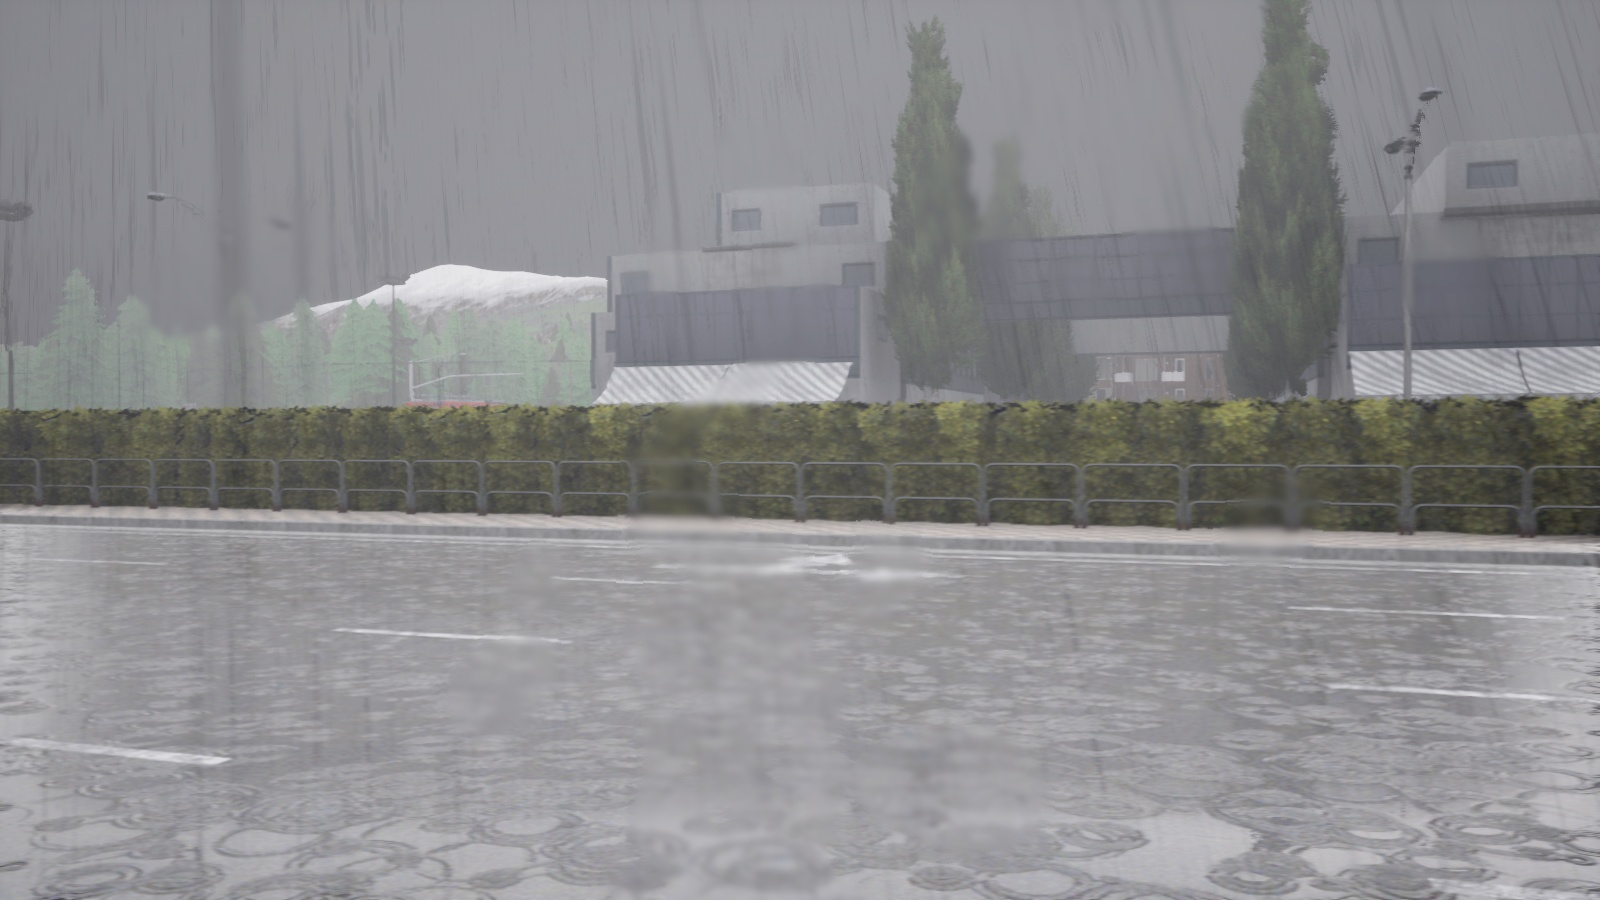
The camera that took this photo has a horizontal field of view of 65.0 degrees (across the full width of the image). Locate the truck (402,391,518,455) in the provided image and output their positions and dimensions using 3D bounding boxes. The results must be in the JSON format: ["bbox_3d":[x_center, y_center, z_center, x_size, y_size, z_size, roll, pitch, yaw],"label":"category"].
[{"bbox_3d":[-21.213,-1.682,78.944,2.891,3.827,8.468,1,1,18],"label":"truck"}]
